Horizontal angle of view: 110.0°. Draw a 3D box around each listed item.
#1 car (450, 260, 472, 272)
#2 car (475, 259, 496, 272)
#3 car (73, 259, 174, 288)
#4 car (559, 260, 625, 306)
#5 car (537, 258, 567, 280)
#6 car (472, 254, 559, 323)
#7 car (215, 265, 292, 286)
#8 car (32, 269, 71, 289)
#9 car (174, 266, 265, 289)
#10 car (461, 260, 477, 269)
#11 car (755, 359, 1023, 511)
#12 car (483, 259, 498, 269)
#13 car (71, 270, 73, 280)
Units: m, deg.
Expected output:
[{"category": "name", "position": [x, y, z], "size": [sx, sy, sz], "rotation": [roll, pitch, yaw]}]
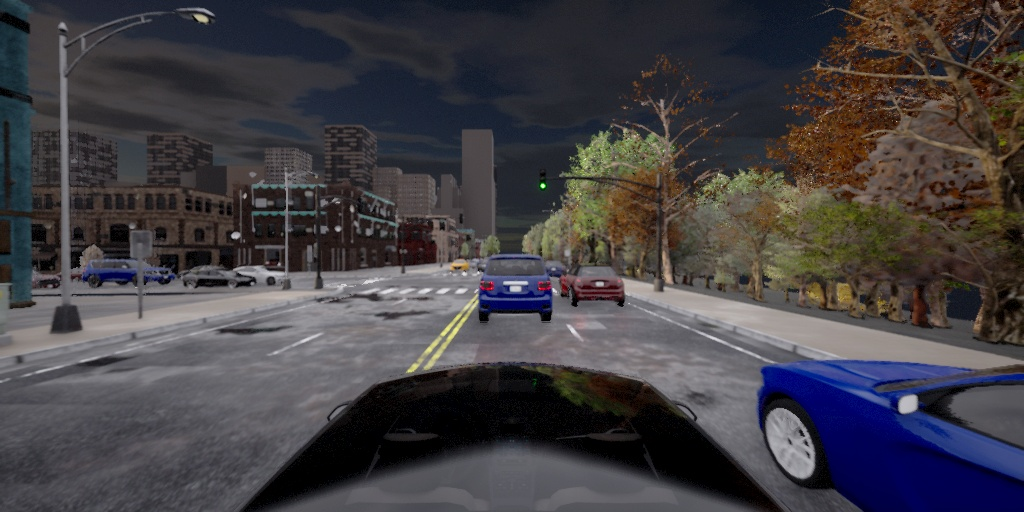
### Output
[{"category": "car", "position": [-6.596, 1.187, 45.635], "size": [1.882, 1.535, 5.008], "rotation": [0, 0, 0]}, {"category": "car", "position": [-3.336, 1.201, 45.905], "size": [2.128, 1.511, 4.902], "rotation": [0, 0, 1]}, {"category": "car", "position": [-29.109, 1.279, 27.295], "size": [5.566, 2.045, 2.150], "rotation": [-1, 1, 0]}, {"category": "car", "position": [3.346, 1.091, 15.788], "size": [2.097, 1.767, 4.553], "rotation": [0, 0, 0]}, {"category": "car", "position": [3.344, 1.077, 30.993], "size": [2.097, 1.767, 4.553], "rotation": [0, 0, 0]}, {"category": "car", "position": [0.093, 0.963, 12.233], "size": [2.150, 2.045, 5.566], "rotation": [0, 0, 0]}, {"category": "car", "position": [-19.374, 1.472, 27.296], "size": [4.674, 1.442, 1.812], "rotation": [-1, 1, -1]}, {"category": "car", "position": [-33.829, 1.579, 24.721], "size": [4.097, 1.591, 1.967], "rotation": [0, 0, 0]}, {"category": "car", "position": [-19.952, 1.547, 24.585], "size": [4.313, 1.339, 1.948], "rotation": [0, 0, 0]}, {"category": "car", "position": [-6.557, 1.300, 54.934], "size": [1.895, 1.301, 4.718], "rotation": [0, 0, -1]}, {"category": "car", "position": [3.351, 1.228, 1.542], "size": [1.882, 1.535, 5.008], "rotation": [0, 0, 0]}, {"category": "car", "position": [-3.325, 1.246, 55.774], "size": [2.033, 1.411, 5.357], "rotation": [0, 0, 0]}, {"category": "car", "position": [-39.357, 1.693, 33.107], "size": [4.207, 1.307, 1.802], "rotation": [0, 0, 0]}]
